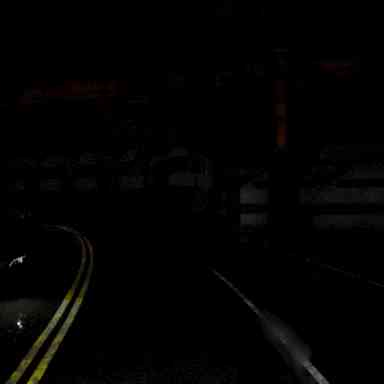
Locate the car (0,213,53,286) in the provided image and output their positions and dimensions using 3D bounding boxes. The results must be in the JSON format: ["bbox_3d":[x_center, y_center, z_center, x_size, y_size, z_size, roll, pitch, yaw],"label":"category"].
[{"bbox_3d":[-5.096,1.529,9.310,1.812,1.442,4.674,0,0,-15],"label":"car"}]

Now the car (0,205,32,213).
[{"bbox_3d":[-14.837,1.828,27.766,2.128,1.511,4.902,1,-2,-42],"label":"car"}]
